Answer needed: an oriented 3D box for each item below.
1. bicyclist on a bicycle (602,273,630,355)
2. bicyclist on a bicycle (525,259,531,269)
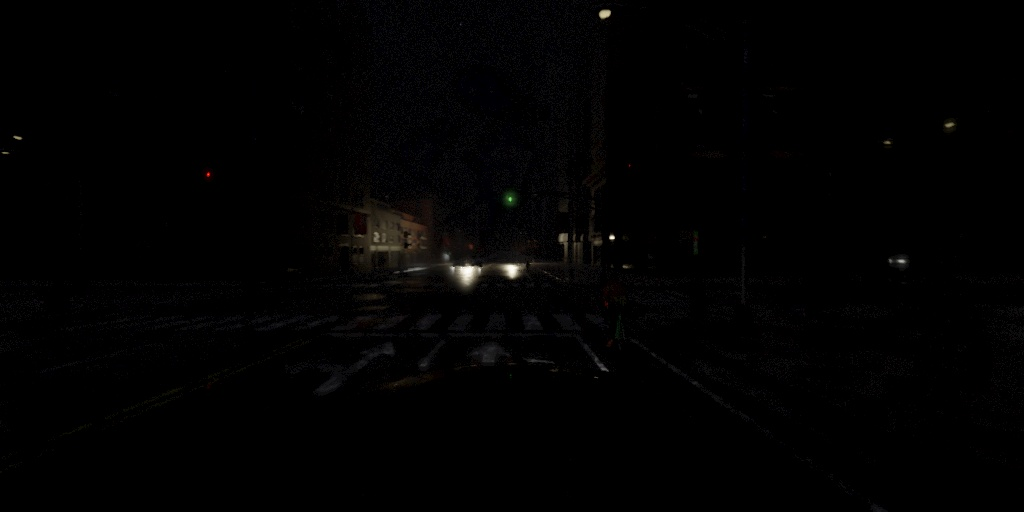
[{"bbox_3d":[2.249,1.203,7.769,0.582,1.620,1.656,0,0,0],"label":"bicyclist on a bicycle"},{"bbox_3d":[2.263,1.209,50.982,0.866,1.612,1.509,0,0,0],"label":"bicyclist on a bicycle"}]
